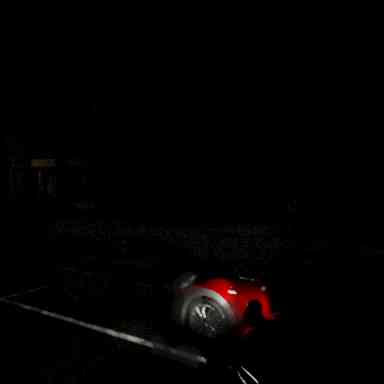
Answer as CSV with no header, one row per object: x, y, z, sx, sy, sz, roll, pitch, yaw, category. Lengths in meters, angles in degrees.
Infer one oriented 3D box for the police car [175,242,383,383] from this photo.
2.625,1.503,2.422,5.238,1.638,1.930,1,0,29,police car

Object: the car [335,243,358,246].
1.729,1.504,5.176,4.097,1.590,1.967,1,0,29,car

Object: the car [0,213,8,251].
-8.092,1.165,10.716,5.009,1.841,2.192,1,0,29,car
